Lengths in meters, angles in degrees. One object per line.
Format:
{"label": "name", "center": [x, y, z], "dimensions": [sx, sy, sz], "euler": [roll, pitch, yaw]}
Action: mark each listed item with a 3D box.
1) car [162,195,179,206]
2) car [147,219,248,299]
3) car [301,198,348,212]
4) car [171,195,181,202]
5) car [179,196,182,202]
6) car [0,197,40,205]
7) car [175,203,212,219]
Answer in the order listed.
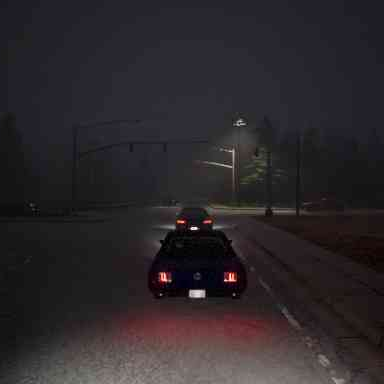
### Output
{"label": "car", "center": [-3.580, 1.318, 52.906], "dimensions": [2.097, 1.767, 4.553], "euler": [0, 0, 0]}
{"label": "car", "center": [0.101, 1.596, 8.384], "dimensions": [1.895, 1.301, 4.718], "euler": [0, 0, 0]}
{"label": "car", "center": [15.162, 1.473, 38.165], "dimensions": [5.008, 1.535, 1.882], "euler": [0, 0, 1]}
{"label": "car", "center": [-3.425, 1.476, 72.973], "dimensions": [1.812, 1.442, 4.674], "euler": [0, 0, 1]}
{"label": "car", "center": [-3.539, 1.523, 62.886], "dimensions": [1.994, 1.385, 4.181], "euler": [0, 0, 0]}
{"label": "car", "center": [-18.332, 1.363, 35.076], "dimensions": [4.553, 1.767, 2.097], "euler": [0, 0, 1]}
{"label": "car", "center": [0.104, 1.511, 17.439], "dimensions": [1.812, 1.442, 4.674], "euler": [0, 0, 0]}
